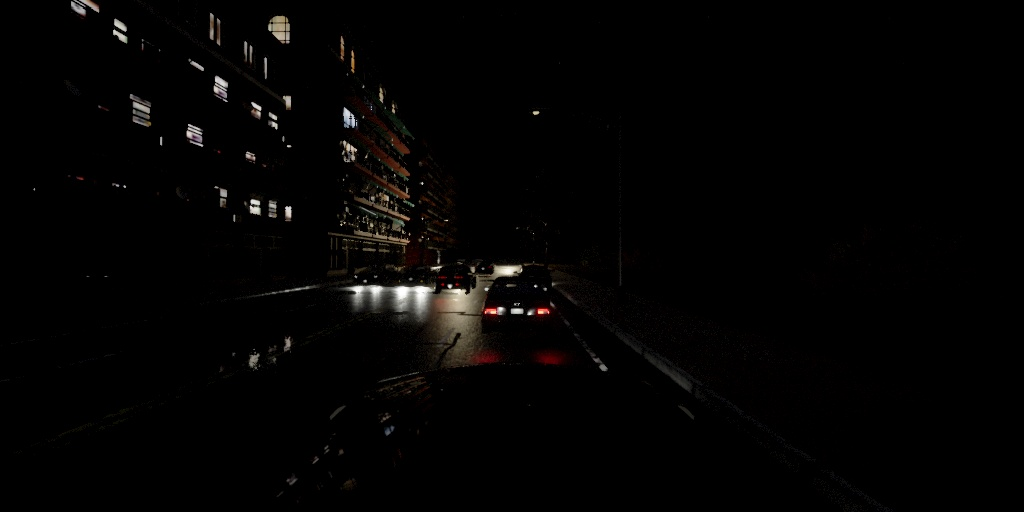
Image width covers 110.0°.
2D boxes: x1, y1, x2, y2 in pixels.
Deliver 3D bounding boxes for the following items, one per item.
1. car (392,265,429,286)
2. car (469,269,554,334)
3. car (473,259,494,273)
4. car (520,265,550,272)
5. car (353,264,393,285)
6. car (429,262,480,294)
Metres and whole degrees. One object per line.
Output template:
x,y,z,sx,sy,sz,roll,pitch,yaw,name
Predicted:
-6.556,1.316,25.189,1.994,1.385,4.181,0,0,0,car
0.117,1.299,10.626,2.033,1.411,5.357,0,0,0,car
-3.075,1.315,40.235,1.994,1.385,4.181,0,0,0,car
1.172,1.257,20.314,1.837,1.490,4.892,0,0,0,car
-9.805,1.300,26.622,2.033,1.411,5.357,0,0,0,car
-3.117,1.257,20.428,1.837,1.490,4.892,0,0,0,car
